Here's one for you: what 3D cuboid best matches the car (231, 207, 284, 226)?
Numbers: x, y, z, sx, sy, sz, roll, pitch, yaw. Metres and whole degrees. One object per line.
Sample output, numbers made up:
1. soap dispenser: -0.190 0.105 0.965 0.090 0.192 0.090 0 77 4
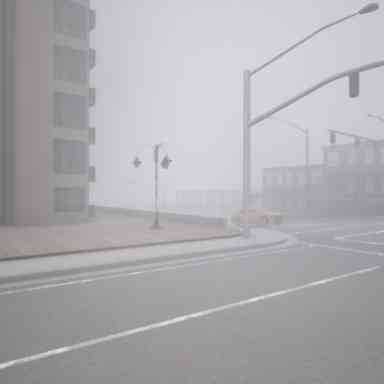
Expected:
1. car: 5.485 2.030 28.259 1.882 1.535 5.008 0 -5 -36
